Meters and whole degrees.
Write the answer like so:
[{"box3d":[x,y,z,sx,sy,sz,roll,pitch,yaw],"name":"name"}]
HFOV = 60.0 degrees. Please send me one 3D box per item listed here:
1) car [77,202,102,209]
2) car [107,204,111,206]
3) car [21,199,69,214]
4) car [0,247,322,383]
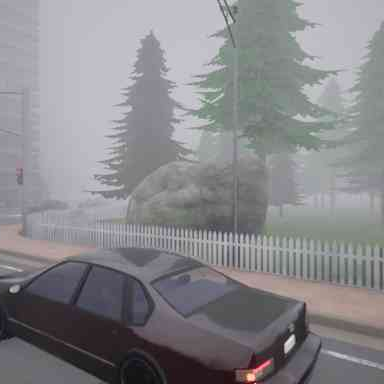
[{"box3d":[-13.573,1.545,44.400,1.895,1.301,4.718,0,0,3],"name":"car"},{"box3d":[-14.325,1.297,54.186,2.097,1.767,4.553,0,0,-12],"name":"car"},{"box3d":[-15.235,1.492,34.907,2.033,1.411,5.357,0,0,17],"name":"car"},{"box3d":[-1.075,1.548,4.755,5.357,1.411,2.033,0,0,35],"name":"car"}]
